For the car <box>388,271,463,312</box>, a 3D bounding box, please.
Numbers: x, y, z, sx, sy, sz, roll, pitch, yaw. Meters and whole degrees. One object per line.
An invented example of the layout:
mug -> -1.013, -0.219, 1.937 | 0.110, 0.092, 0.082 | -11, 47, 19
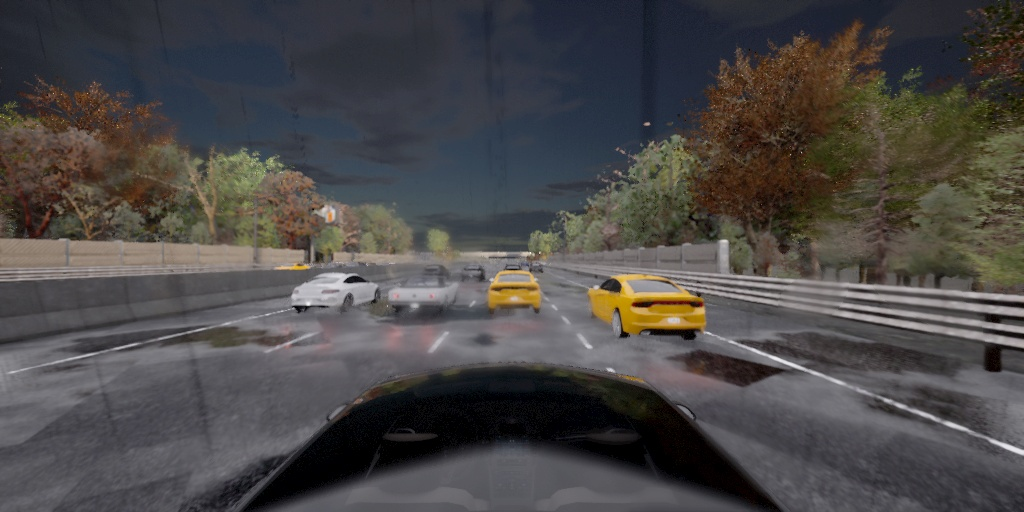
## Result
car -> -3.403, 1.466, 14.791 | 1.895, 1.301, 4.718 | 0, -1, 0

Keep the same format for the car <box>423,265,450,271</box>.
car -> -6.909, 1.535, 32.768 | 1.837, 1.490, 4.892 | 0, -1, 0

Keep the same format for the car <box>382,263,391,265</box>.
car -> -17.587, 1.733, 49.318 | 2.033, 1.411, 5.357 | 0, -1, 0

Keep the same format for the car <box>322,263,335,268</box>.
car -> -24.577, 1.684, 49.832 | 2.128, 1.511, 4.902 | 0, -1, 0

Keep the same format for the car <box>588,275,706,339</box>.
car -> 3.538, 1.285, 10.360 | 1.882, 1.535, 5.008 | 0, -1, -1

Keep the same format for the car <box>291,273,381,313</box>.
car -> -6.902, 1.388, 14.466 | 1.812, 1.442, 4.674 | 0, -1, 0

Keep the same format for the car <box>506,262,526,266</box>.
car -> 0.095, 1.535, 32.742 | 1.837, 1.490, 4.892 | 0, -1, 0

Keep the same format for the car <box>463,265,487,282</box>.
car -> -3.404, 1.521, 32.702 | 2.128, 1.511, 4.902 | 0, -1, 0

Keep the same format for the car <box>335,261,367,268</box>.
car -> -21.087, 1.524, 47.902 | 2.097, 1.767, 4.553 | 0, 0, 0

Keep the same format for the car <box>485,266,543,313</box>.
car -> 0.098, 1.343, 14.743 | 1.882, 1.535, 5.008 | 0, 0, 0

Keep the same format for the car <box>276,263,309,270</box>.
car -> -28.087, 1.632, 45.975 | 1.882, 1.535, 5.008 | 0, -1, 0

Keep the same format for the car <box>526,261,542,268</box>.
car -> 3.485, 1.726, 53.004 | 1.812, 1.442, 4.674 | 0, -1, 0
